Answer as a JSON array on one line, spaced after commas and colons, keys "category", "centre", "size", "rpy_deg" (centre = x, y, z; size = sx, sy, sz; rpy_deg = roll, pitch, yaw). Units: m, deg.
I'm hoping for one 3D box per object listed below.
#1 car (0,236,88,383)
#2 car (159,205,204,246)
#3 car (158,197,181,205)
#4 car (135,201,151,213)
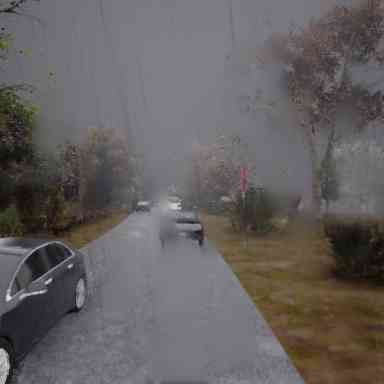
[{"category": "car", "centre": [-2.974, 1.521, 4.905], "size": [1.837, 1.490, 4.892], "rpy_deg": [0, 0, -1]}, {"category": "car", "centre": [-0.515, 1.578, 15.785], "size": [2.128, 1.511, 4.902], "rpy_deg": [0, -1, -4]}, {"category": "car", "centre": [-2.360, 1.551, 34.851], "size": [2.150, 2.045, 5.566], "rpy_deg": [0, -1, -7]}, {"category": "car", "centre": [-6.703, 1.995, 45.565], "size": [1.882, 1.535, 5.008], "rpy_deg": [0, -1, -7]}]
